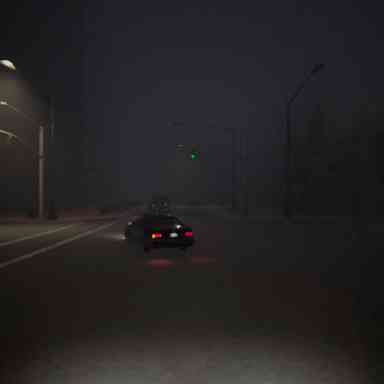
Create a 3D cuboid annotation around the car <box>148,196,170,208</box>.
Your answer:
[{"bbox_3d":[-3.667,1.451,37.794,2.150,2.045,5.566,0,0,0],"label":"car"}]

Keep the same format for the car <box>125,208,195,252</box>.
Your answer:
[{"bbox_3d":[-1.602,1.653,14.571,2.033,1.411,5.357,0,0,-22],"label":"car"}]

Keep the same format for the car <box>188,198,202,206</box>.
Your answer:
[{"bbox_3d":[0.614,1.907,62.771,1.812,1.442,4.674,0,0,12],"label":"car"}]
